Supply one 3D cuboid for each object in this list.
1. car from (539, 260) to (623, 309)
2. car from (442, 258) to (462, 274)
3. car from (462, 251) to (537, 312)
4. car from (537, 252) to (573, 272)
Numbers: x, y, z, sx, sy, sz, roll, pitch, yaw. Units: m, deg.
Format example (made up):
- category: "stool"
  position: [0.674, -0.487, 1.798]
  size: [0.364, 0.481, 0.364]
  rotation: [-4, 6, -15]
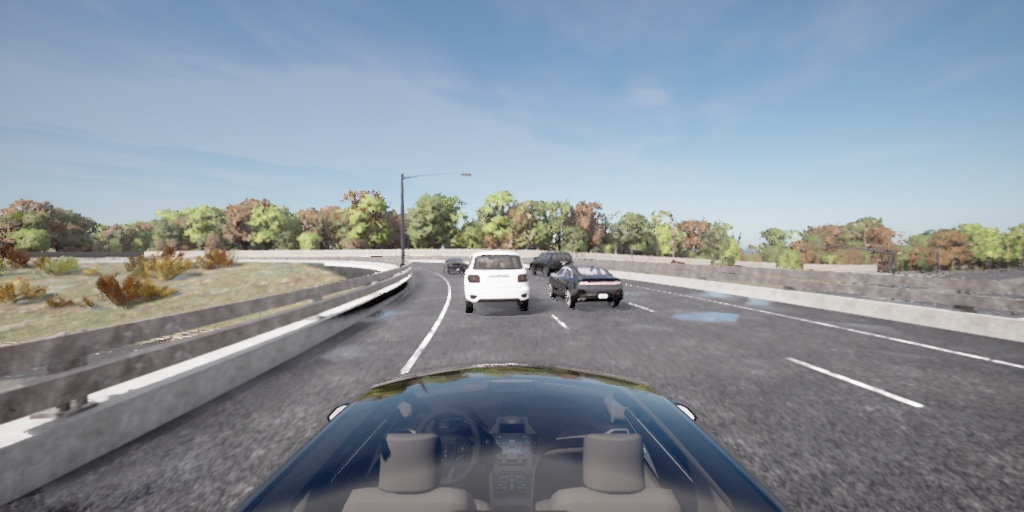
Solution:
- category: "car"
  position: [2.692, 1.092, 14.125]
  size: [2.128, 1.511, 4.902]
  rotation: [0, 0, -7]
- category: "car"
  position: [-5.686, 0.952, 35.192]
  size: [1.837, 1.490, 4.892]
  rotation: [0, 1, -18]
- category: "car"
  position: [-0.729, 0.851, 13.805]
  size: [2.150, 2.045, 5.566]
  rotation: [0, 1, -7]
- category: "car"
  position: [3.245, 0.661, 29.743]
  size: [2.150, 2.045, 5.566]
  rotation: [-1, 1, -15]
